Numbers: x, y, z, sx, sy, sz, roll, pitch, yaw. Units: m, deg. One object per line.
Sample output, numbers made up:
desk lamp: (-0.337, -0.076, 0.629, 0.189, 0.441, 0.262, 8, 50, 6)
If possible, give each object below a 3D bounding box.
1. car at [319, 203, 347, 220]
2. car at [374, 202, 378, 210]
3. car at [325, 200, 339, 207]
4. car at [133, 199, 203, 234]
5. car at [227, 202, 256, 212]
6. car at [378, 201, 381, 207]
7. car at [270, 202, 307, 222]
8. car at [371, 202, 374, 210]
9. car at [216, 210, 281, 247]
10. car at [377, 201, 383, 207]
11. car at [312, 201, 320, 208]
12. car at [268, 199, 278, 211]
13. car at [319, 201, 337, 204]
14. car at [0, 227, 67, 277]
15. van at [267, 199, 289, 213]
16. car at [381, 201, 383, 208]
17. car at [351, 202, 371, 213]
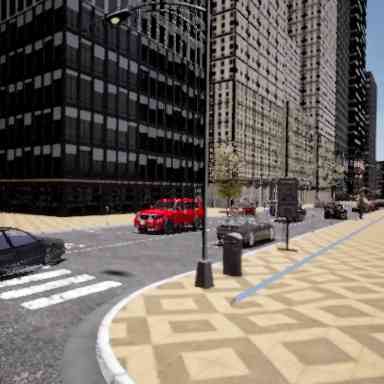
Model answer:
car: (15.425, 2.182, 35.734, 1.947, 1.339, 4.313, 0, -1, 34)
car: (31.313, 2.415, 59.048, 1.967, 1.590, 4.097, 0, -1, 34)
car: (30.741, 2.551, 73.091, 1.947, 1.339, 4.313, 0, 0, 34)
car: (-1.274, 1.473, 21.489, 2.150, 2.045, 5.566, 1, 0, 34)
car: (5.330, 1.852, 35.801, 1.967, 1.590, 4.097, 0, -1, 34)
car: (34.489, 2.612, 63.710, 1.947, 1.339, 4.313, 0, 0, 34)
car: (9.478, 1.992, 31.595, 1.837, 1.490, 4.892, 1, 0, 34)
car: (28.134, 2.486, 54.385, 1.802, 1.307, 4.206, 0, -1, 34)
car: (2.823, 1.878, 17.013, 2.008, 1.369, 4.403, 0, -1, 34)
car: (47.199, 2.875, 82.360, 1.887, 1.381, 4.507, 0, 0, 34)
car: (24.388, 2.425, 63.768, 1.802, 1.307, 4.206, 0, 0, 34)
car: (11.129, 1.759, 39.636, 2.150, 2.045, 5.566, 1, 0, 35)
car: (19.929, 2.233, 46.964, 1.837, 1.490, 4.892, 1, 0, 35)
car: (-5.729, 1.689, 9.411, 2.033, 1.411, 5.357, 1, 0, 10)
van: (11.684, 1.897, 45.125, 1.690, 1.788, 3.998, 0, -1, 34)
car: (40.844, 2.755, 73.035, 1.947, 1.339, 4.313, 0, 0, 34)
car: (24.957, 2.398, 49.722, 1.947, 1.339, 4.313, 0, -1, 34)
